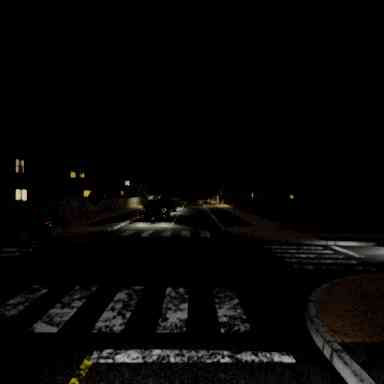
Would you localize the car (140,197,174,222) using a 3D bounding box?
[{"bbox_3d":[-2.866,1.372,26.707,2.097,1.767,4.553,0,0,0],"label":"car"}]

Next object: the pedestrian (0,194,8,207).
[{"bbox_3d":[-9.639,1.027,16.777,0.375,1.860,0.375,0,-2,0],"label":"pedestrian"}]

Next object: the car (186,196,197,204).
[{"bbox_3d":[-0.042,1.642,65.819,1.837,1.490,4.892,0,0,0],"label":"car"}]

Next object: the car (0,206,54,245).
[{"bbox_3d":[-8.406,1.377,13.870,4.892,1.490,1.837,2,3,-18],"label":"car"}]

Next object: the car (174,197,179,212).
[{"bbox_3d":[-2.873,1.572,39.493,1.812,1.442,4.674,0,0,0],"label":"car"}]
